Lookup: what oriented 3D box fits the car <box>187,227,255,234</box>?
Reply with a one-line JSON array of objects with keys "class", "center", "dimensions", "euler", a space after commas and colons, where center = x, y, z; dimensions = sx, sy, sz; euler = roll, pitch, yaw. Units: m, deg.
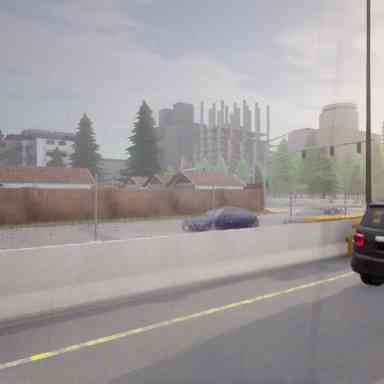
[{"class": "car", "center": [1.623, 1.526, 18.007], "dimensions": [4.674, 1.442, 1.812], "euler": [0, 0, -36]}]

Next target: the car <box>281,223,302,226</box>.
[{"class": "car", "center": [6.581, 1.525, 17.240], "dimensions": [4.674, 1.442, 1.812], "euler": [0, 0, -35]}]

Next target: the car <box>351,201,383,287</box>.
[{"class": "car", "center": [6.133, 1.218, 8.104], "dimensions": [5.566, 2.045, 2.150], "euler": [1, 0, -35]}]
